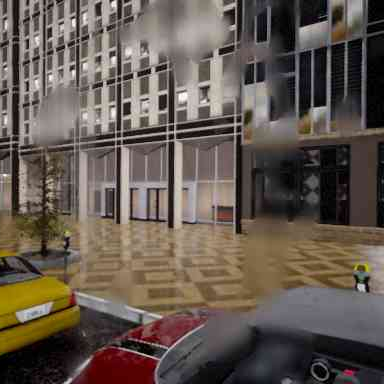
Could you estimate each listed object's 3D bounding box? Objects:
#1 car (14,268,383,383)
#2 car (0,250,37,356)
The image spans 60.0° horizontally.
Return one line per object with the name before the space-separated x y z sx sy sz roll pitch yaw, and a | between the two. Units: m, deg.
car | 0.843 1.441 2.263 4.097 1.590 1.967 0 1 36
car | -3.920 1.532 5.664 4.829 1.417 1.752 0 1 36
